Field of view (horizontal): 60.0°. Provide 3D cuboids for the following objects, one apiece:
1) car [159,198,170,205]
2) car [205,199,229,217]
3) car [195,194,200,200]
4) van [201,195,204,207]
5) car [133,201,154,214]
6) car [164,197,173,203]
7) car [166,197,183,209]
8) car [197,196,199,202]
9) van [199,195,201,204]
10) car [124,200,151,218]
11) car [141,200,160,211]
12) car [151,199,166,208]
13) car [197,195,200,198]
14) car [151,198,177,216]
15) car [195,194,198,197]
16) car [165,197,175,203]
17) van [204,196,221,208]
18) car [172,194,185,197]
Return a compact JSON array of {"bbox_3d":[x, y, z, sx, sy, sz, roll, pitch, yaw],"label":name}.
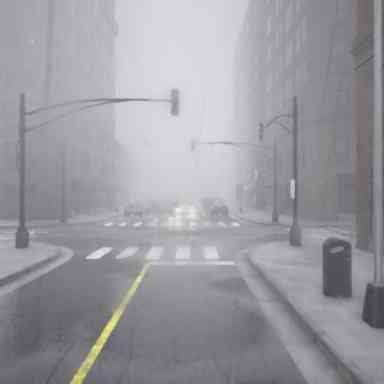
[{"bbox_3d":[-5.482,1.864,66.412,1.947,1.339,4.313,0,0,0],"label":"car"},{"bbox_3d":[2.592,1.702,32.330,2.008,1.369,4.403,0,0,0],"label":"car"},{"bbox_3d":[2.510,1.939,89.153,1.887,1.381,4.507,0,0,0],"label":"car"},{"bbox_3d":[2.568,1.568,49.378,1.690,1.788,3.998,0,0,0],"label":"van"},{"bbox_3d":[-5.441,1.758,38.001,1.802,1.307,4.206,0,0,0],"label":"car"},{"bbox_3d":[-5.498,1.891,77.777,1.887,1.381,4.507,0,0,0],"label":"car"},{"bbox_3d":[-2.891,1.833,50.811,1.895,1.301,4.718,0,0,1],"label":"car"},{"bbox_3d":[2.543,1.881,66.424,1.802,1.307,4.206,0,0,0],"label":"car"},{"bbox_3d":[2.559,1.592,55.061,1.690,1.788,3.998,0,0,0],"label":"van"},{"bbox_3d":[-5.433,1.717,32.319,1.947,1.339,4.313,0,0,0],"label":"car"},{"bbox_3d":[-5.449,1.767,43.683,1.947,1.339,4.313,0,0,0],"label":"car"},{"bbox_3d":[-5.466,1.801,55.048,2.008,1.369,4.403,0,0,0],"label":"car"},{"bbox_3d":[2.535,1.849,72.276,1.752,1.417,4.829,0,0,0],"label":"car"},{"bbox_3d":[-2.889,1.690,35.000,1.812,1.442,4.674,0,0,0],"label":"car"},{"bbox_3d":[2.502,1.858,94.836,1.967,1.590,4.097,0,0,0],"label":"car"},{"bbox_3d":[-5.507,1.921,83.459,2.008,1.369,4.403,0,0,0],"label":"car"},{"bbox_3d":[2.584,1.518,38.013,1.690,1.788,3.998,0,0,0],"label":"van"},{"bbox_3d":[-2.844,1.309,66.581,2.097,1.767,4.553,0,0,0],"label":"car"}]
